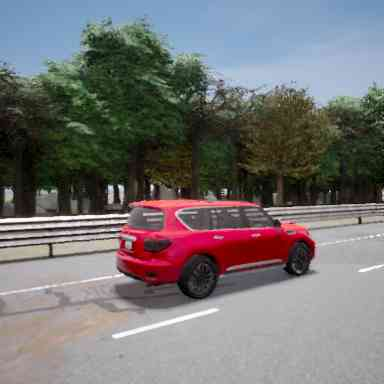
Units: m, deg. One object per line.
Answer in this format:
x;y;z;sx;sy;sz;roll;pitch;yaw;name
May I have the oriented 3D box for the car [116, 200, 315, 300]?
0.826;1.222;8.639;5.566;2.045;2.150;0;0;-35;car
